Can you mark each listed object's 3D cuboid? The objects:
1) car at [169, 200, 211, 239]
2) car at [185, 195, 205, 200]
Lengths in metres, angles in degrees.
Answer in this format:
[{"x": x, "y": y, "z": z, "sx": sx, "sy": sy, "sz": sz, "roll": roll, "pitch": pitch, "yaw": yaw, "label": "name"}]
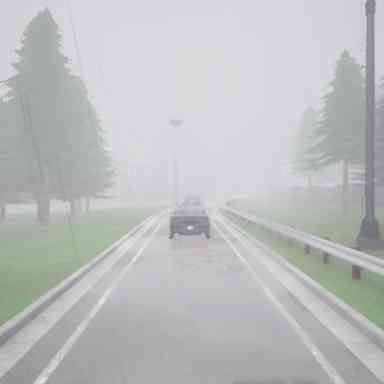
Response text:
[{"x": -0.126, "y": 1.367, "z": 16.763, "sx": 1.882, "sy": 1.535, "sz": 5.008, "roll": 0, "pitch": 0, "yaw": -1, "label": "car"}, {"x": 0.264, "y": 1.116, "z": 35.792, "sx": 2.097, "sy": 1.767, "sz": 4.553, "roll": 0, "pitch": 0, "yaw": 6, "label": "car"}]
